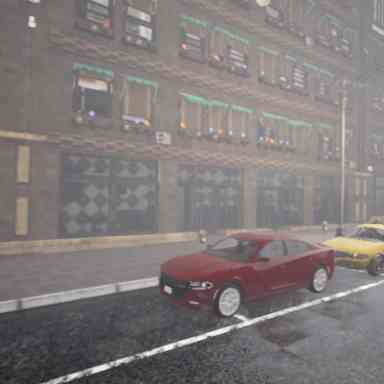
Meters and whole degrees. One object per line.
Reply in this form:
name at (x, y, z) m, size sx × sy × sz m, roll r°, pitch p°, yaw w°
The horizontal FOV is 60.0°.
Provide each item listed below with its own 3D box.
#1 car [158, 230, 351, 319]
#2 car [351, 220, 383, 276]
car at (1.393, 1.593, 7.496) m, size 4.507 × 1.381 × 1.887 m, roll 1°, pitch 1°, yaw -35°
car at (5.882, 1.623, 10.698) m, size 4.829 × 1.417 × 1.752 m, roll 1°, pitch 1°, yaw -35°
